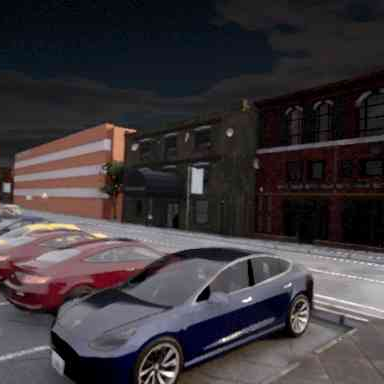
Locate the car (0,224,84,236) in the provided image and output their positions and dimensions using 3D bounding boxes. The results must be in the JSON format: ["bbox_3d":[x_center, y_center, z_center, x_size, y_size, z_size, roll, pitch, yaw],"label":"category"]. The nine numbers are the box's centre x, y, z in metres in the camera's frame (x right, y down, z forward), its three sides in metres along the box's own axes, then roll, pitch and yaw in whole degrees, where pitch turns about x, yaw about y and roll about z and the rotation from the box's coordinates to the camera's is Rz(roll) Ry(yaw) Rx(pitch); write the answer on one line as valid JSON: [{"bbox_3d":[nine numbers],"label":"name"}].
[{"bbox_3d":[-3.544,1.818,9.813,4.674,1.452,2.002,3,-3,-42],"label":"car"}]

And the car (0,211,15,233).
[{"bbox_3d":[-14.808,2.028,22.482,4.674,1.452,2.002,3,-3,-42],"label":"car"}]

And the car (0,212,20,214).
[{"bbox_3d":[-9.177,1.883,16.147,5.008,1.535,2.097,3,-3,-42],"label":"car"}]

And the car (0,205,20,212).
[{"bbox_3d":[-11.024,1.668,18.291,5.566,2.045,2.435,3,-3,-42],"label":"car"}]

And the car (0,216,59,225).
[{"bbox_3d":[-5.557,1.802,11.805,5.366,1.575,1.946,3,-3,-42],"label":"car"}]

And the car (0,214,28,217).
[{"bbox_3d":[-7.292,1.848,14.043,5.008,1.535,2.097,3,-3,-42],"label":"car"}]

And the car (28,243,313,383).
[{"bbox_3d":[0.192,1.736,5.572,4.792,1.488,2.163,3,-3,-42],"label":"car"}]

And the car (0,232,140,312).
[{"bbox_3d":[-1.666,1.783,7.702,4.674,1.452,2.002,3,-3,-42],"label":"car"}]
